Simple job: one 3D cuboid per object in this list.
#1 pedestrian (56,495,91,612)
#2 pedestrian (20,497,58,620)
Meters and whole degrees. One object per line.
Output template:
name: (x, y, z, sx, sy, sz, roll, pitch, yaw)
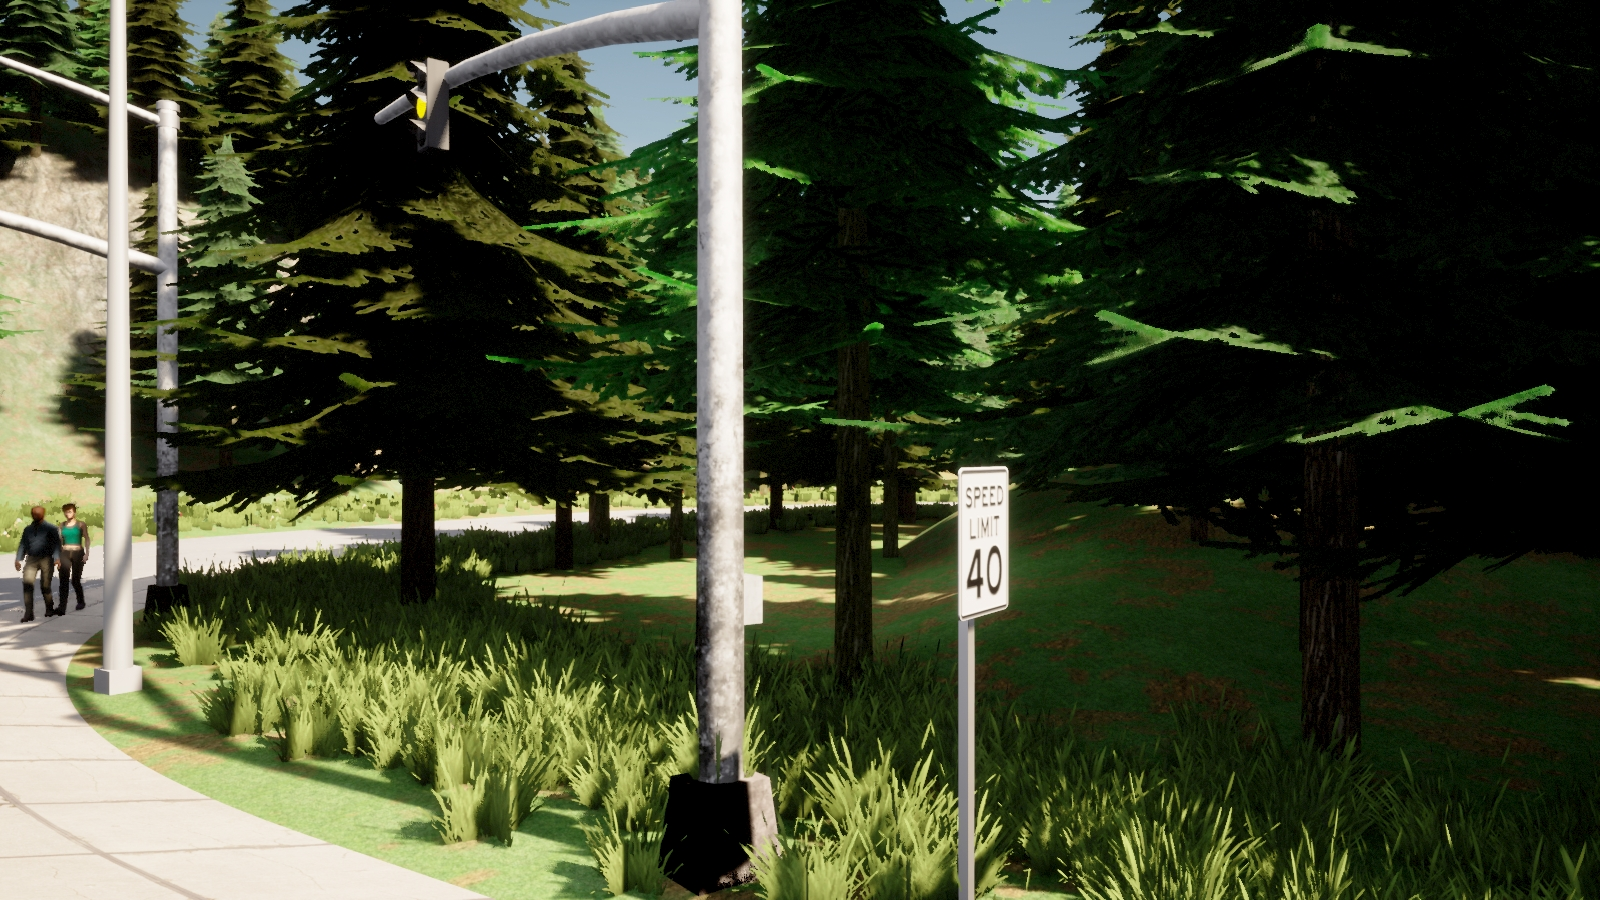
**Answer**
pedestrian: (-11.785, 1.668, 18.534, 0.375, 1.860, 0.375, 0, 0, -11)
pedestrian: (-11.799, 1.668, 17.711, 0.375, 1.860, 0.375, 0, 0, -10)
